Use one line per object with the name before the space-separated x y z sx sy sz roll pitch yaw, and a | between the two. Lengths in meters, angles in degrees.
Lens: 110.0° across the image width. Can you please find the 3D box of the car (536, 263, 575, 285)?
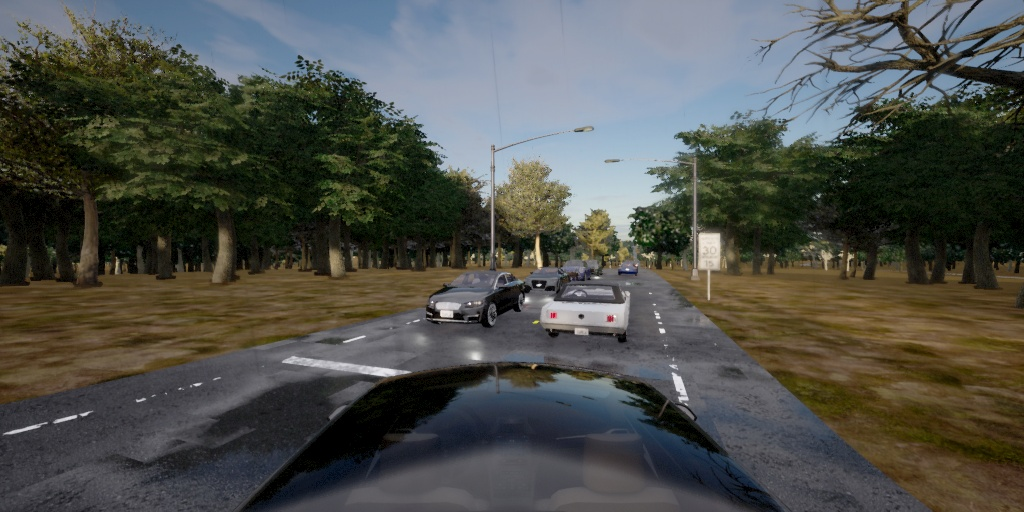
car | 2.033 1.296 20.029 1.994 1.385 4.181 0 0 20

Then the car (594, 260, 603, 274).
car | 8.290 1.165 37.636 2.097 1.767 4.553 0 -1 20

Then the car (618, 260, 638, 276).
car | 12.711 1.416 39.283 1.994 1.385 4.181 0 -1 20

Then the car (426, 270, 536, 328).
car | -0.950 1.233 11.623 2.128 1.511 4.902 0 0 18

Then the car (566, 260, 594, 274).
car | 4.969 1.094 28.330 2.097 1.767 4.553 0 0 20

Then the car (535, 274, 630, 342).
car | 2.250 1.344 9.843 1.895 1.301 4.718 0 0 19
